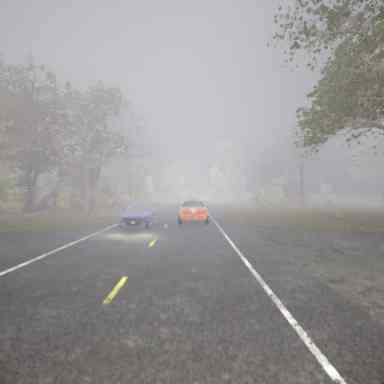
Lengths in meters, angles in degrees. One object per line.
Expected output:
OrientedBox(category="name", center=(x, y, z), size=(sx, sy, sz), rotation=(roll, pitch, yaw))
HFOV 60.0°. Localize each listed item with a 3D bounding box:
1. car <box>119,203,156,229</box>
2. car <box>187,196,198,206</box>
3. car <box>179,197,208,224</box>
OrientedBox(category="car", center=(-3.504, 1.533, 22.174), size=(1.882, 1.535, 5.008), rotation=(0, 0, 0))
OrientedBox(category="car", center=(0.106, 1.529, 55.844), size=(1.882, 1.535, 5.008), rotation=(0, 0, 0))
OrientedBox(category="car", center=(0.097, 1.375, 25.246), size=(2.097, 1.767, 4.553), rotation=(0, 0, 0))
